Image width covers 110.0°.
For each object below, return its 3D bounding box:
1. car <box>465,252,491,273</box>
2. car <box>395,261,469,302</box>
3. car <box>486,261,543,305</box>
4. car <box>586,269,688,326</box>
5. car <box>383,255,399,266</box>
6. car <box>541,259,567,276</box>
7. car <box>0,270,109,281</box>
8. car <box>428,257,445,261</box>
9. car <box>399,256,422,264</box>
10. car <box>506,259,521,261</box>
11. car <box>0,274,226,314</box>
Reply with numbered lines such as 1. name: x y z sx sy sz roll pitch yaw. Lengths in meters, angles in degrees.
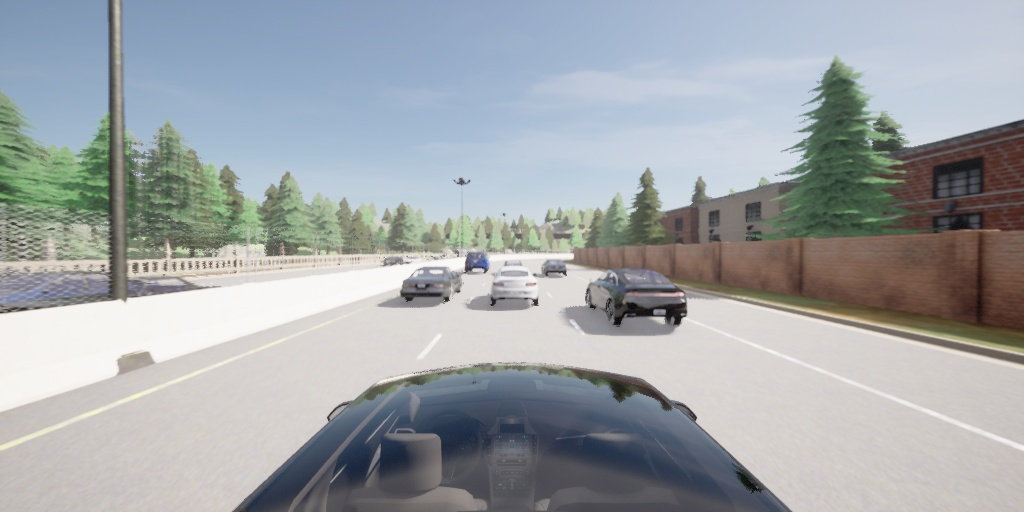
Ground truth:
1. car: -3.391 0.592 35.595 2.150 2.045 5.566 0 1 0
2. car: -3.396 1.138 15.952 2.033 1.411 5.357 0 1 0
3. car: 0.092 1.128 14.904 1.812 1.442 4.674 0 1 0
4. car: 3.600 1.136 11.160 2.128 1.511 4.902 0 1 0
5. car: -17.541 0.661 53.326 2.128 1.511 4.902 0 1 1
6. car: 3.607 0.967 31.231 2.033 1.411 5.357 0 1 0
7. car: -14.098 1.191 11.134 2.033 1.411 5.357 0 1 0
8. car: -10.564 0.802 50.595 1.895 1.301 4.718 0 1 0
9. car: -14.059 0.722 50.997 1.812 1.442 4.674 0 1 0
10. car: 0.109 0.979 34.962 1.895 1.301 4.718 0 1 0
11. car: -10.599 1.258 9.888 1.895 1.301 4.718 0 1 0
